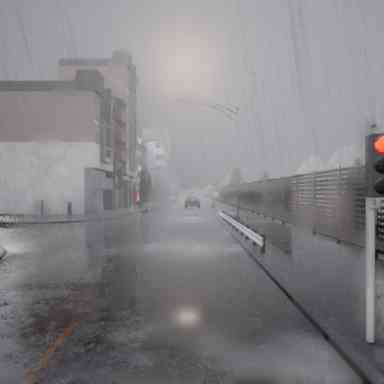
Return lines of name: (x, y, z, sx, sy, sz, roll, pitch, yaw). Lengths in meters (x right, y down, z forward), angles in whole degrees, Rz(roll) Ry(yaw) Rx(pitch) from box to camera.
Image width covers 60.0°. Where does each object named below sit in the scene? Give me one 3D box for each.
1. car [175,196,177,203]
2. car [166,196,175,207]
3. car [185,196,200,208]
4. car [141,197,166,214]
car: (-4.051, 1.473, 66.795, 1.882, 1.535, 5.008, 0, 0, 0)
car: (-4.117, 1.502, 51.215, 1.837, 1.490, 4.892, 0, 0, 0)
car: (0.080, 1.350, 49.514, 2.097, 1.767, 4.553, 0, 0, 0)
car: (-4.110, 1.503, 34.743, 1.837, 1.490, 4.892, 0, 0, 0)
